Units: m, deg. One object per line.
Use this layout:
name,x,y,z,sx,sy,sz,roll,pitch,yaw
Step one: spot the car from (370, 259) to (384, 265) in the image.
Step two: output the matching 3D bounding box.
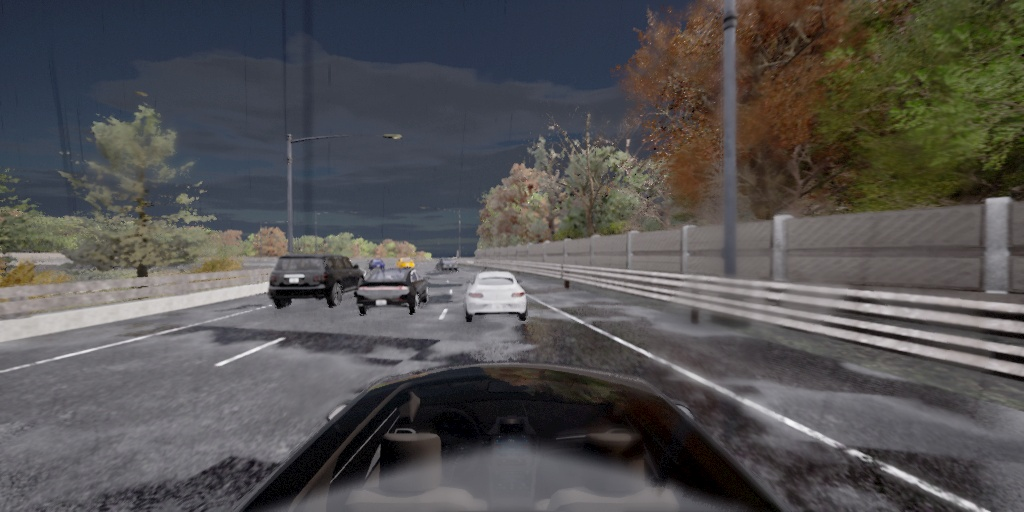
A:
car,-18.585,1.097,49.155,1.812,1.442,4.674,0,0,-27

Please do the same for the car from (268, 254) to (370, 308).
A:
car,-7.976,0.931,15.195,2.150,2.045,5.566,0,0,-8

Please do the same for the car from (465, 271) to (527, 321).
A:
car,-0.593,1.223,12.145,1.812,1.442,4.674,0,0,-5

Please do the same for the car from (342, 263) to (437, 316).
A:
car,-4.250,1.197,13.346,2.128,1.511,4.902,0,0,-6

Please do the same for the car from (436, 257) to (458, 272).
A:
car,-7.707,1.115,42.043,2.033,1.411,5.357,0,0,-21

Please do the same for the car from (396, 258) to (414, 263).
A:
car,-14.694,1.034,49.174,1.882,1.535,5.008,0,0,-25
